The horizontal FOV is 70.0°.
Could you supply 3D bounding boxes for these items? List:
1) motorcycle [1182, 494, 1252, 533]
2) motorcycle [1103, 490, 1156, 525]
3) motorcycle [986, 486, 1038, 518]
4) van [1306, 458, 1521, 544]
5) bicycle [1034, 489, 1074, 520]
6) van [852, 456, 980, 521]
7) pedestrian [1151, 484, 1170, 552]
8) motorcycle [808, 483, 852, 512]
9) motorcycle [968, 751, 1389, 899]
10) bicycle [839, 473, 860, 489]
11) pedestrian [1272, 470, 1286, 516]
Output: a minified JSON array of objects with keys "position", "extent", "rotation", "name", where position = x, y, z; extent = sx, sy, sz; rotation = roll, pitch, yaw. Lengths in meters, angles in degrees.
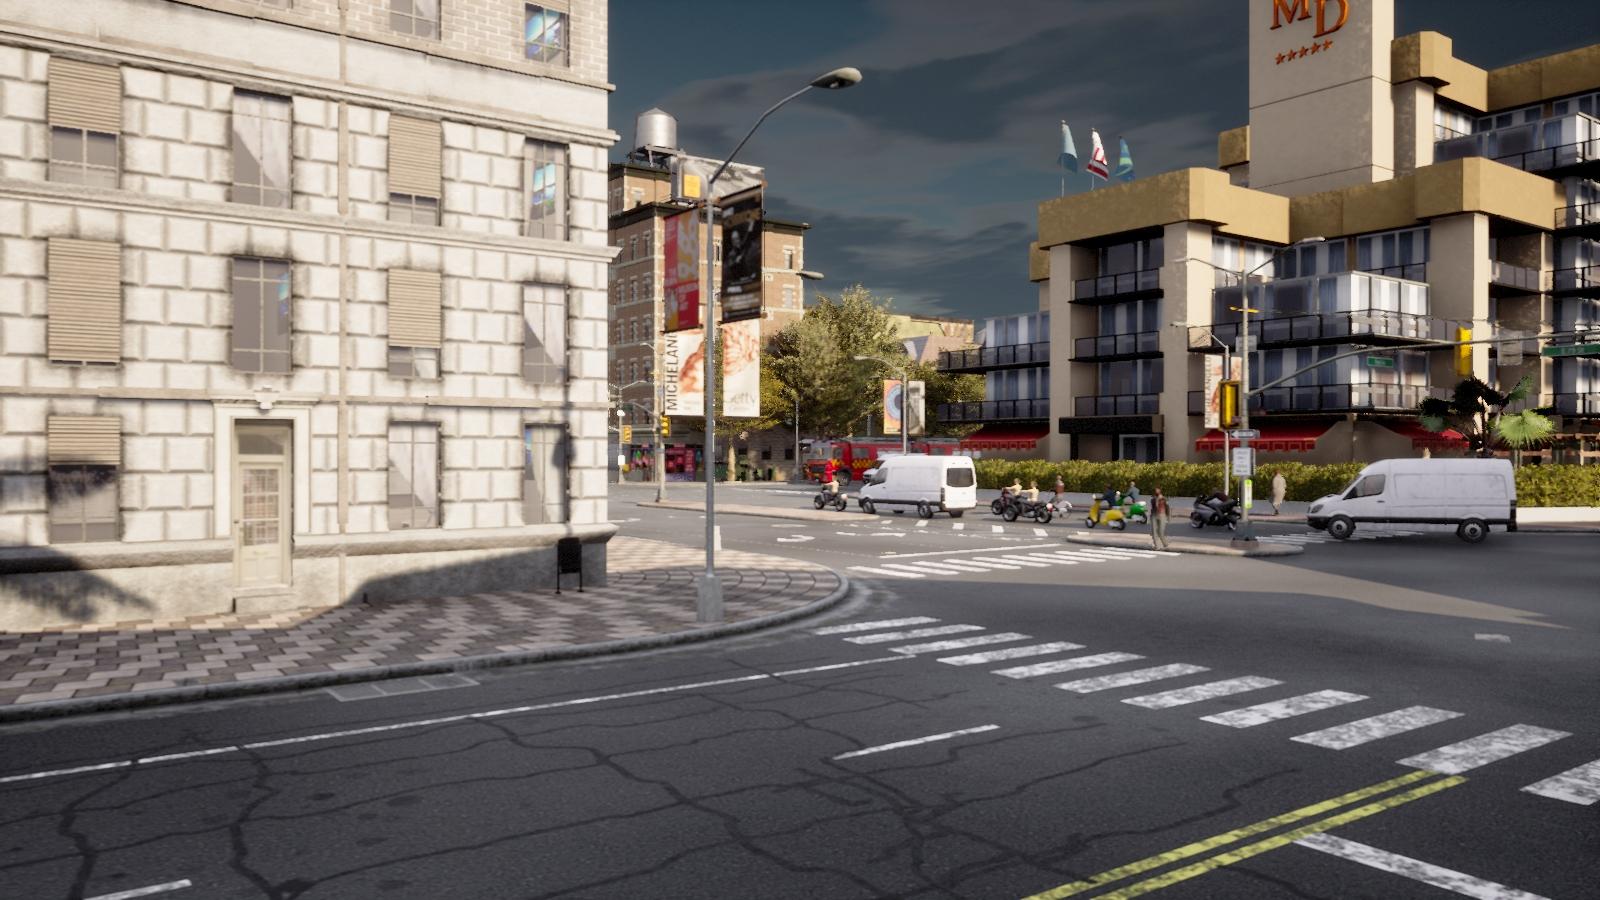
[{"position":[14.803,2.229,40.570],"extent":[0.867,1.251,2.209],"rotation":[0,0,-39],"name":"motorcycle"},{"position":[12.688,2.206,43.979],"extent":[0.856,1.236,1.805],"rotation":[0,0,-36],"name":"motorcycle"},{"position":[9.014,2.194,48.701],"extent":[0.764,1.277,2.356],"rotation":[0,0,-34],"name":"motorcycle"},{"position":[19.426,1.559,36.528],"extent":[5.915,2.561,1.988],"rotation":[0,0,25],"name":"van"},{"position":[10.459,2.234,47.093],"extent":[0.329,1.171,1.835],"rotation":[0,0,-36],"name":"bicycle"},{"position":[4.854,1.556,48.771],"extent":[1.988,2.561,5.915],"rotation":[0,0,-36],"name":"van"},{"position":[9.972,1.866,31.594],"extent":[0.375,1.860,0.375],"rotation":[0,0,-44],"name":"pedestrian"},{"position":[1.404,2.191,53.509],"extent":[0.764,1.277,2.356],"rotation":[0,0,-37],"name":"motorcycle"},{"position":[1.815,2.217,5.343],"extent":[2.033,1.145,0.803],"rotation":[0,0,-34],"name":"motorcycle"},{"position":[3.608,2.244,82.805],"extent":[1.835,1.171,0.329],"rotation":[0,0,-43],"name":"bicycle"},{"position":[19.233,1.724,45.869],"extent":[0.375,1.860,0.375],"rotation":[0,0,-21],"name":"pedestrian"}]
